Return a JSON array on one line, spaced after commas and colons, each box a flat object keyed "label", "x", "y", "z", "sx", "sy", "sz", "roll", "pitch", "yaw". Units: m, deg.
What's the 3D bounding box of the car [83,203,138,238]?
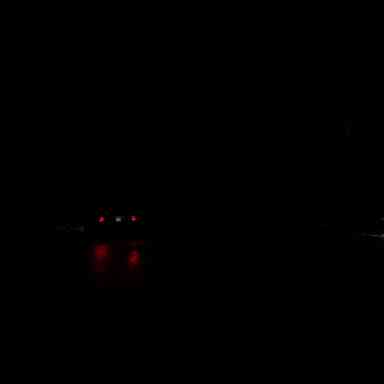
[{"label": "car", "x": -4.491, "y": 1.356, "z": 17.925, "sx": 2.097, "sy": 1.767, "sz": 4.553, "roll": 0, "pitch": 0, "yaw": -26}]
